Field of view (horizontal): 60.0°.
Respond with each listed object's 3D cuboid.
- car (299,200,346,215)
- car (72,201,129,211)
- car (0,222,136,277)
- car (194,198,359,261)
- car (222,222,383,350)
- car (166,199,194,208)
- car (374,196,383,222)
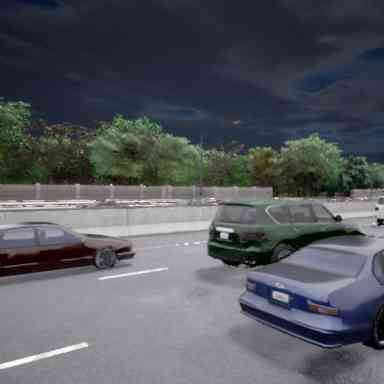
[{"bbox_3d":[13.918,1.608,35.314,5.357,1.411,2.033,0,0,-35],"label":"car"},{"bbox_3d":[-7.747,1.521,28.560,4.892,1.490,1.837,1,0,-35],"label":"car"},{"bbox_3d":[-4.328,1.548,9.258,5.357,1.411,2.033,0,0,-35],"label":"car"},{"bbox_3d":[3.022,1.231,10.201,5.566,2.045,2.150,0,0,-35],"label":"car"},{"bbox_3d":[3.310,1.553,6.230,5.357,1.411,2.033,0,0,-36],"label":"car"},{"bbox_3d":[-0.253,1.380,29.598,4.553,1.767,2.097,0,0,-35],"label":"car"},{"bbox_3d":[14.723,1.268,22.846,5.566,2.045,2.150,0,0,-36],"label":"car"}]
